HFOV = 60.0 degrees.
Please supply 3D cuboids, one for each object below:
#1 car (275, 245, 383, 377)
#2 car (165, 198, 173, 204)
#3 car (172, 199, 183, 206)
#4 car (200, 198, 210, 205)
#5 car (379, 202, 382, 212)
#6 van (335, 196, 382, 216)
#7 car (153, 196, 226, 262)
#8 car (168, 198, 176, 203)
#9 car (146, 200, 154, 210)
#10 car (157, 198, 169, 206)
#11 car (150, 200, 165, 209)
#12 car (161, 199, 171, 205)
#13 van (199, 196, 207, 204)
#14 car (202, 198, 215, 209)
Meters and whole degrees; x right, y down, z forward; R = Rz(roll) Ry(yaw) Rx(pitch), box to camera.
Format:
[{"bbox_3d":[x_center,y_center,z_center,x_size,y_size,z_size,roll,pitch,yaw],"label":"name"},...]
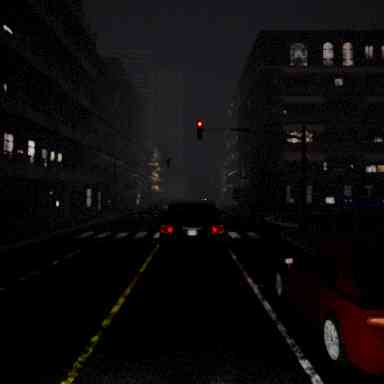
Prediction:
[{"bbox_3d":[2.687,1.586,5.714,1.887,1.381,4.507,0,0,0],"label":"car"},{"bbox_3d":[-5.626,2.152,82.193,1.752,1.417,4.829,-1,0,0],"label":"car"},{"bbox_3d":[-2.952,2.059,66.522,1.994,1.385,4.181,0,0,0],"label":"car"},{"bbox_3d":[2.745,2.089,71.295,2.008,1.369,4.403,-1,0,0],"label":"car"},{"bbox_3d":[15.782,1.493,22.901,4.313,1.339,1.947,-1,1,-1],"label":"car"},{"bbox_3d":[15.668,1.260,31.277,3.998,1.788,1.690,-1,1,-1],"label":"van"},{"bbox_3d":[0.018,1.315,12.642,2.150,2.045,5.566,0,0,0],"label":"car"},{"bbox_3d":[-5.616,2.302,93.419,1.802,1.307,4.206,-1,0,0],"label":"car"},{"bbox_3d":[-5.655,1.914,49.197,2.008,1.369,4.403,-1,0,0],"label":"car"},{"bbox_3d":[-5.642,1.934,65.781,1.967,1.590,4.097,-1,0,0],"label":"car"},{"bbox_3d":[-5.650,1.972,54.724,1.947,1.339,4.313,-1,0,0],"label":"car"},{"bbox_3d":[-5.636,2.120,71.308,1.802,1.307,4.206,-1,0,0],"label":"car"},{"bbox_3d":[2.752,1.969,82.352,1.690,1.788,3.998,-1,0,0],"label":"van"},{"bbox_3d":[2.729,1.846,54.713,1.967,1.590,4.097,-1,0,0],"label":"car"}]
